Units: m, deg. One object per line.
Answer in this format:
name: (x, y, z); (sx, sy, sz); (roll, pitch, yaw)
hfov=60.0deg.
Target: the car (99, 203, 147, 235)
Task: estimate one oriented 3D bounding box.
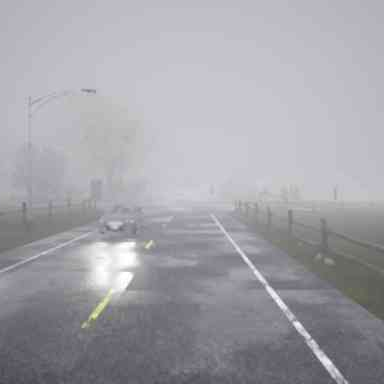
car: (-3.584, 1.371, 17.935); (2.128, 1.511, 4.902); (0, 0, 0)
